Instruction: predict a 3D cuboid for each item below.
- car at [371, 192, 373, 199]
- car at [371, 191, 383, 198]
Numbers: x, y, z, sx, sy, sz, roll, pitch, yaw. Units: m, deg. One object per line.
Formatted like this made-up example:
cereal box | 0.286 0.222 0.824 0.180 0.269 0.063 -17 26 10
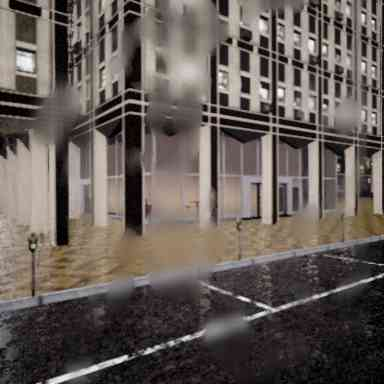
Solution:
car | 32.299 0.355 62.717 2.192 1.841 5.009 1 1 -36
car | 39.038 0.560 67.691 1.802 1.307 4.206 1 1 -36
